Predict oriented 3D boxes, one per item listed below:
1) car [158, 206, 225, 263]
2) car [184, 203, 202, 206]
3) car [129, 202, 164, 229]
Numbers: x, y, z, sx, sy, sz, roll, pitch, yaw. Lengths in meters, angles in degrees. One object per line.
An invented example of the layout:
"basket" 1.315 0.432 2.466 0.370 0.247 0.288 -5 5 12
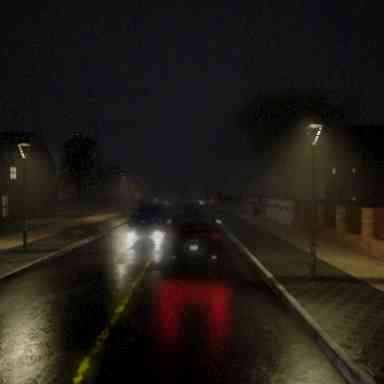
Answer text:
"car" 0.084 1.472 11.966 1.882 1.535 5.008 0 -1 1
"car" 0.085 1.553 25.880 2.033 1.411 5.357 0 0 0
"car" -2.839 1.476 21.826 1.882 1.535 5.008 0 0 0
